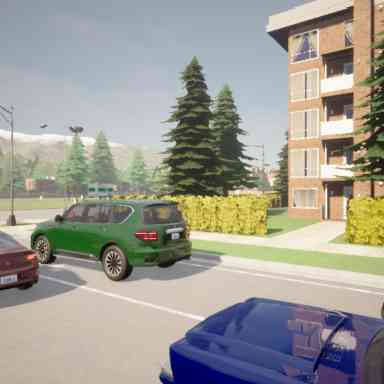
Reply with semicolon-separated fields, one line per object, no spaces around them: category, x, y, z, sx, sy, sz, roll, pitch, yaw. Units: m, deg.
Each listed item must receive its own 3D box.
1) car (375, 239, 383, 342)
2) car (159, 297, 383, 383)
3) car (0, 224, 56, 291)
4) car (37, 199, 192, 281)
car;5.073;1.564;4.678;4.181;1.385;1.994;0;0;35
car;2.036;1.601;2.543;4.718;1.301;1.895;0;0;35
car;-5.403;1.526;7.790;4.674;1.442;1.812;0;0;36
car;-2.599;1.221;10.083;5.566;2.045;2.150;0;0;36
